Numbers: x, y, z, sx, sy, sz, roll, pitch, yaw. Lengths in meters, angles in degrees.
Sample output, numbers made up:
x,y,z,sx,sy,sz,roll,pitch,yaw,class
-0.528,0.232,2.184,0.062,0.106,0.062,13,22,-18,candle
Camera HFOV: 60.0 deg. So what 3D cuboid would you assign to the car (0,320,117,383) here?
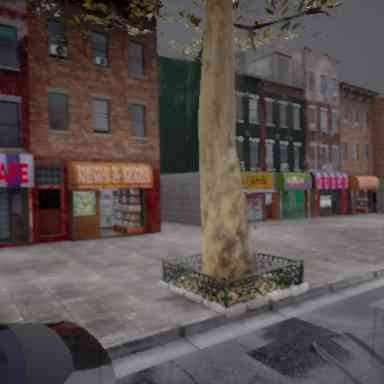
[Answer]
x,y,z,sx,sy,sz,roll,pitch,yaw,class
-2.632,1.501,1.190,4.902,1.511,2.128,0,0,-35,car
